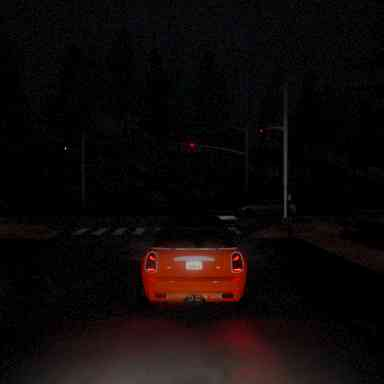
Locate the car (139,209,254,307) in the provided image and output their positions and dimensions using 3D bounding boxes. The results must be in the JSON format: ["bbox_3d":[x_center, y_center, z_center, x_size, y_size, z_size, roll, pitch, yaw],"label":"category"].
[{"bbox_3d":[0.049,1.352,8.149,2.097,1.767,4.553,0,0,0],"label":"car"}]

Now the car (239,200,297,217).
[{"bbox_3d":[6.169,1.364,27.357,4.674,1.442,1.812,0,0,0],"label":"car"}]
